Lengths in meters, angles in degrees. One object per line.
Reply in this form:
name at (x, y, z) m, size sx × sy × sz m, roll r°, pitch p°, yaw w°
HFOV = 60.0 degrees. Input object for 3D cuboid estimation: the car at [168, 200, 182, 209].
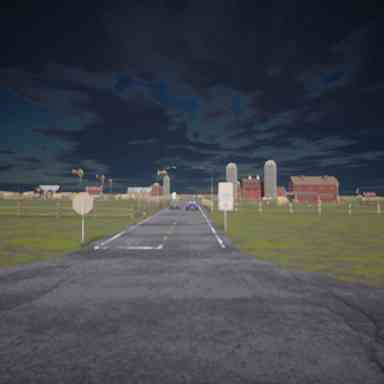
car at (-2.751, 2.032, 54.484) m, size 1.837 × 1.490 × 4.892 m, roll 0°, pitch -1°, yaw 0°

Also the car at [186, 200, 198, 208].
car at (0.001, 2.175, 59.516) m, size 1.895 × 1.301 × 4.718 m, roll 0°, pitch -1°, yaw 0°

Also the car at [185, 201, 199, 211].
car at (0.001, 2.002, 49.449) m, size 1.812 × 1.442 × 4.674 m, roll 0°, pitch -1°, yaw 0°
